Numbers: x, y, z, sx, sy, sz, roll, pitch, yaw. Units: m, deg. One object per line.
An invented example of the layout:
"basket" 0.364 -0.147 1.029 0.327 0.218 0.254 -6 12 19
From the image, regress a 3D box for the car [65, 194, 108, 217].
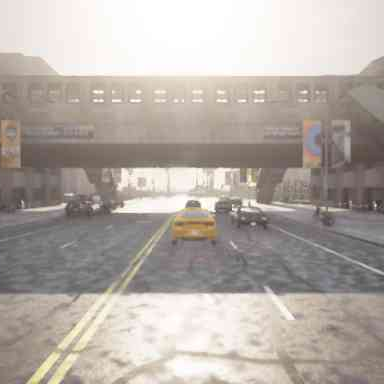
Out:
"car" -10.053 1.213 31.430 2.435 2.045 5.566 0 0 0

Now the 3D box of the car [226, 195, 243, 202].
"car" 6.640 1.457 50.048 2.231 1.521 4.892 0 0 10

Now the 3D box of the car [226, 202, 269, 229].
"car" 3.597 1.591 21.703 1.895 1.301 4.718 0 0 0

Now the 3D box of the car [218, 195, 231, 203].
"car" 6.543 1.448 67.249 2.097 1.535 5.008 0 0 0

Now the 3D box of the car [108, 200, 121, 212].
"car" -10.095 1.576 38.827 1.895 1.301 4.718 0 0 0

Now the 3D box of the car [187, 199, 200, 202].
"car" 0.147 1.508 37.154 1.812 1.442 4.674 0 0 1

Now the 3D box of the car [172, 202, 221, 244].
"car" 0.097 1.470 15.713 1.882 1.535 5.008 0 0 0

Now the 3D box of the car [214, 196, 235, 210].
"car" 3.678 1.545 40.190 1.994 1.385 4.181 0 0 1
